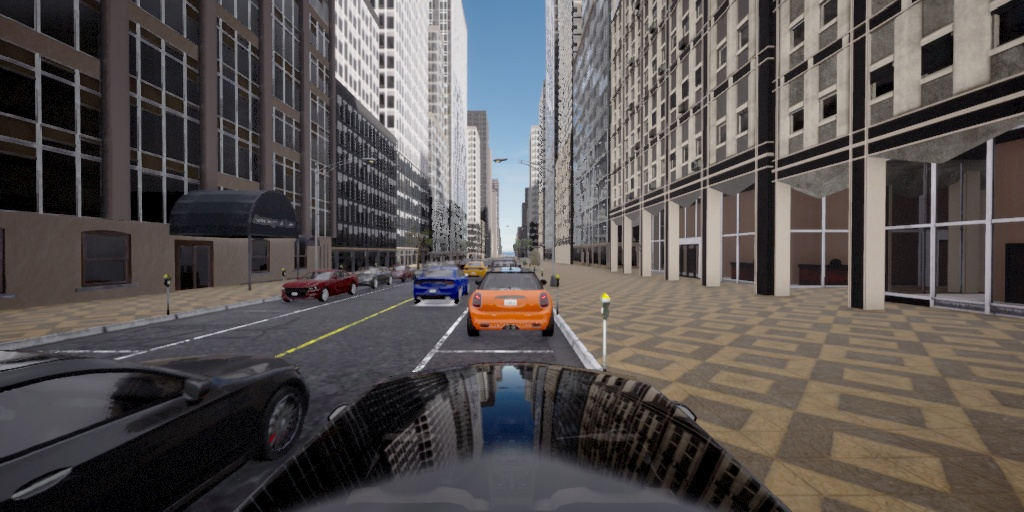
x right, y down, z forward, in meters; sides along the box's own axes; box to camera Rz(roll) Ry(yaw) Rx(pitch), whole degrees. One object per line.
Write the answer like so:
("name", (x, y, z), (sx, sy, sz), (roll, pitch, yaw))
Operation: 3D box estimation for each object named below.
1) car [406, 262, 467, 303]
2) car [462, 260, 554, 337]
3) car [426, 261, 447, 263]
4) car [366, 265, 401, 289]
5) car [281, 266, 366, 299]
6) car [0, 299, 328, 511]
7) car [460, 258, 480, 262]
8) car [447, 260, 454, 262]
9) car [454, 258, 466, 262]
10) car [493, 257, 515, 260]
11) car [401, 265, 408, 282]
("car", (-3.140, 1.225, 16.708), (1.882, 1.535, 5.008), (0, 0, 0))
("car", (-0.033, 1.101, 10.471), (2.097, 1.767, 4.553), (0, 0, 0))
("car", (-8.837, 1.293, 39.574), (2.007, 1.370, 4.403), (0, 0, 0))
("car", (-8.838, 1.296, 22.523), (2.007, 1.370, 4.403), (0, 0, 0))
("car", (-8.837, 1.292, 16.839), (1.888, 1.381, 4.507), (0, 0, 0))
("car", (-3.146, 1.275, 2.015), (1.812, 1.442, 4.674), (0, 0, 0))
("car", (-3.140, 1.222, 31.707), (1.882, 1.535, 5.008), (0, 0, 0))
("car", (-8.837, 1.291, 50.940), (2.007, 1.370, 4.403), (0, 0, 0))
("car", (-6.149, 1.090, 48.889), (2.097, 1.767, 4.553), (0, 0, 0))
("car", (-0.457, 1.061, 22.523), (2.192, 1.841, 5.009), (0, 0, 0))
("car", (-8.837, 1.327, 28.206), (1.802, 1.307, 4.207), (0, 0, 0))
